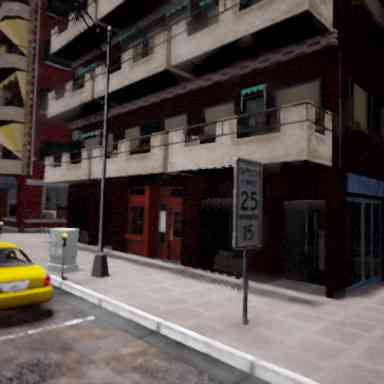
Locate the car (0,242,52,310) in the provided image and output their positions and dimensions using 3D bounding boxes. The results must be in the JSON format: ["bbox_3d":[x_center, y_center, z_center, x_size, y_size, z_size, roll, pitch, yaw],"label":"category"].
[{"bbox_3d":[-4.891,1.708,7.719,4.829,1.417,1.752,0,-4,45],"label":"car"}]
